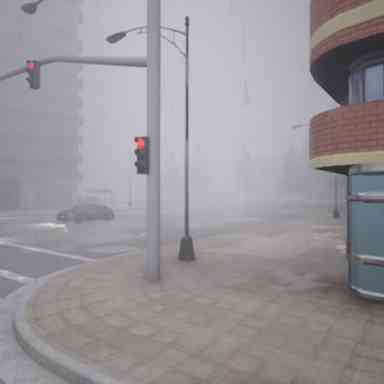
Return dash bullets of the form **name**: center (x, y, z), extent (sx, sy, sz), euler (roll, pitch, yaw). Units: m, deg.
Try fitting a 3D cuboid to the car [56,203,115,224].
- **car**: center (-7.760, 1.510, 24.515), extent (1.994, 1.385, 4.181), euler (0, 0, 36)
